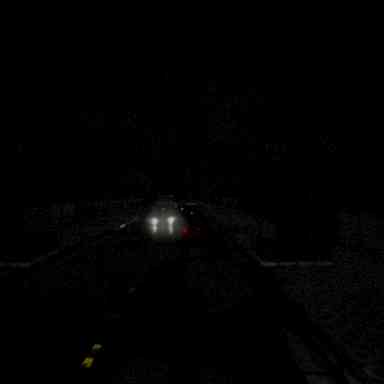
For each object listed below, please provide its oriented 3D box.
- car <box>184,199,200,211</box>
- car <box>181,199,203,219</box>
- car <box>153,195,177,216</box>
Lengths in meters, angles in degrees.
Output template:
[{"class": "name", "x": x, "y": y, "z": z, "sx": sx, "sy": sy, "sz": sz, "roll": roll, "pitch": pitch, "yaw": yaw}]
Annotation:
[{"class": "car", "x": 0.040, "y": 1.720, "z": 44.963, "sx": 2.128, "sy": 1.511, "sz": 4.902, "roll": 0, "pitch": 0, "yaw": 0}, {"class": "car", "x": 0.005, "y": 1.610, "z": 30.720, "sx": 2.128, "sy": 1.511, "sz": 4.902, "roll": 0, "pitch": 0, "yaw": 0}, {"class": "car", "x": -2.758, "y": 1.368, "z": 34.910, "sx": 2.150, "sy": 2.045, "sz": 5.566, "roll": 0, "pitch": 0, "yaw": 0}]
